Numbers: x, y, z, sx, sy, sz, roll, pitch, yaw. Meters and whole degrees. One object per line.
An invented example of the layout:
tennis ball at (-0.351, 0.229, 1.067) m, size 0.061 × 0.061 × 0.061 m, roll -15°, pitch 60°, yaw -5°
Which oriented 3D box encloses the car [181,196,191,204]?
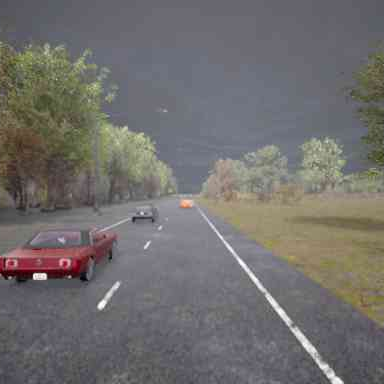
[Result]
car at (-1.233, 1.735, 73.163) m, size 2.097 × 1.767 × 4.553 m, roll 0°, pitch 0°, yaw -1°

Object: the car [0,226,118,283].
car at (-3.542, 1.677, 9.898) m, size 1.895 × 1.301 × 4.718 m, roll 0°, pitch 0°, yaw -1°

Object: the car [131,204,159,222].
car at (-3.854, 1.716, 27.943) m, size 2.033 × 1.411 × 5.357 m, roll 0°, pitch 0°, yaw -1°

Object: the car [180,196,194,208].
car at (-0.784, 1.623, 52.718) m, size 2.097 × 1.767 × 4.553 m, roll 0°, pitch 0°, yaw -1°
